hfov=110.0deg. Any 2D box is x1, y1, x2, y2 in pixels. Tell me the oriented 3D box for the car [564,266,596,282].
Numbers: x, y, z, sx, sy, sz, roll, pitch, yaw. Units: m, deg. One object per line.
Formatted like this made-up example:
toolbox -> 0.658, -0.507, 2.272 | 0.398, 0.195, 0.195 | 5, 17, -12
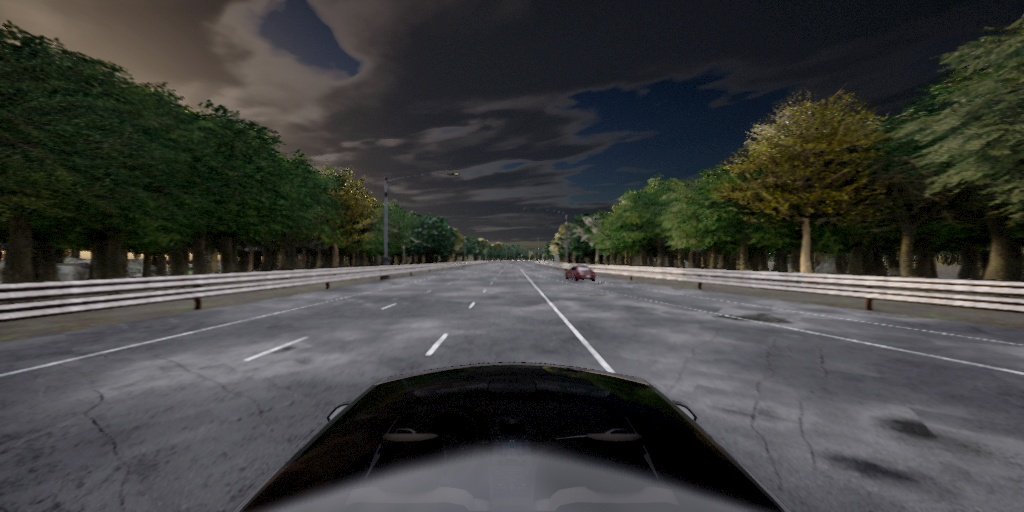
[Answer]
car -> 6.304, 1.623, 33.345 | 1.812, 1.442, 4.674 | 0, -1, -7
